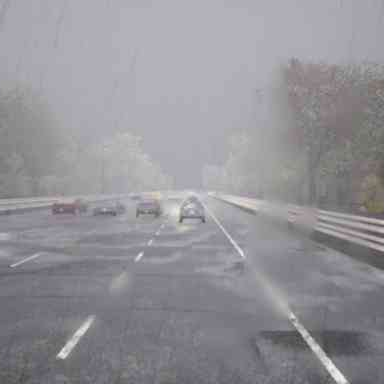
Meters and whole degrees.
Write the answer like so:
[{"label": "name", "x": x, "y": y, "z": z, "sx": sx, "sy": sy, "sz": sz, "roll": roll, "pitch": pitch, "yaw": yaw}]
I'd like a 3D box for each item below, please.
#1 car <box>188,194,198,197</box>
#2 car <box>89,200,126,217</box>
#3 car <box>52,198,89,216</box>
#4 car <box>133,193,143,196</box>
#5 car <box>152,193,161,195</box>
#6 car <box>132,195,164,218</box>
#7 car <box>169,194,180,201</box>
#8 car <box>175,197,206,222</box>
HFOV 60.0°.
[{"label": "car", "x": 0.156, "y": 1.065, "z": 65.002, "sx": 1.895, "sy": 1.301, "sz": 4.718, "roll": 0, "pitch": 0, "yaw": 1}, {"label": "car", "x": -6.936, "y": 1.326, "z": 28.381, "sx": 1.994, "sy": 1.385, "sz": 4.181, "roll": 0, "pitch": 1, "yaw": 0}, {"label": "car", "x": -10.431, "y": 1.234, "z": 28.981, "sx": 1.882, "sy": 1.535, "sz": 5.008, "roll": 0, "pitch": 1, "yaw": 0}, {"label": "car", "x": -10.336, "y": 0.972, "z": 64.218, "sx": 1.837, "sy": 1.490, "sz": 4.892, "roll": 0, "pitch": 0, "yaw": 1}, {"label": "car", "x": -6.833, "y": 0.945, "z": 64.687, "sx": 1.882, "sy": 1.535, "sz": 5.008, "roll": 0, "pitch": 0, "yaw": 1}, {"label": "car", "x": -3.438, "y": 1.262, "z": 27.560, "sx": 2.128, "sy": 1.511, "sz": 4.902, "roll": 0, "pitch": 1, "yaw": 0}, {"label": "car", "x": -3.348, "y": 1.066, "z": 64.913, "sx": 1.895, "sy": 1.301, "sz": 4.718, "roll": 0, "pitch": 0, "yaw": 1}, {"label": "car", "x": 0.033, "y": 1.347, "z": 23.969, "sx": 2.033, "sy": 1.411, "sz": 5.357, "roll": 0, "pitch": 1, "yaw": 1}]
